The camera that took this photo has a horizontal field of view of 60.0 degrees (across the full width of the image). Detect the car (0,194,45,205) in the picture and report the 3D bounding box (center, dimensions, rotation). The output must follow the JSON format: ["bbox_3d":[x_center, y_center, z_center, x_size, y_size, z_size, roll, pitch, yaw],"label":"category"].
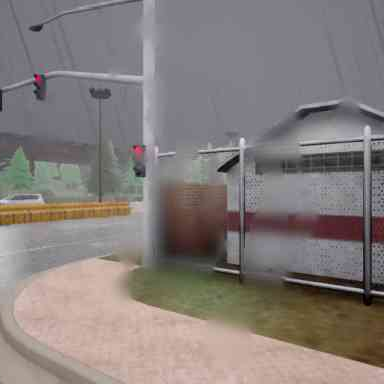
[{"bbox_3d":[-18.665,1.223,35.664,2.150,2.045,5.566,0,0,34],"label":"car"}]
